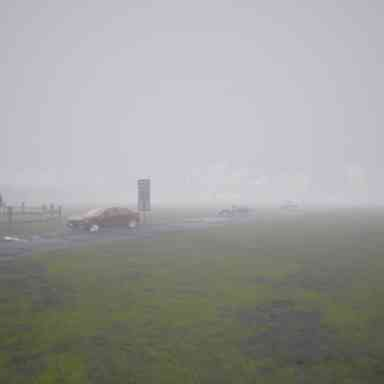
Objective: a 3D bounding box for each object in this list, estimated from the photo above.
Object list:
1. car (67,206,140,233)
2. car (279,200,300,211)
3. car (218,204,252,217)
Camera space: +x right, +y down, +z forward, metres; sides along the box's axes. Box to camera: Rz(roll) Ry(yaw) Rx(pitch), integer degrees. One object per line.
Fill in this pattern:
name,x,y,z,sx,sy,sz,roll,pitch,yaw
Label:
car,-5.551,1.654,21.296,1.882,1.535,5.008,-1,-1,35
car,14.528,1.932,49.455,1.837,1.490,4.892,-1,-1,35
car,4.663,1.952,35.699,1.895,1.301,4.718,-1,-1,35
